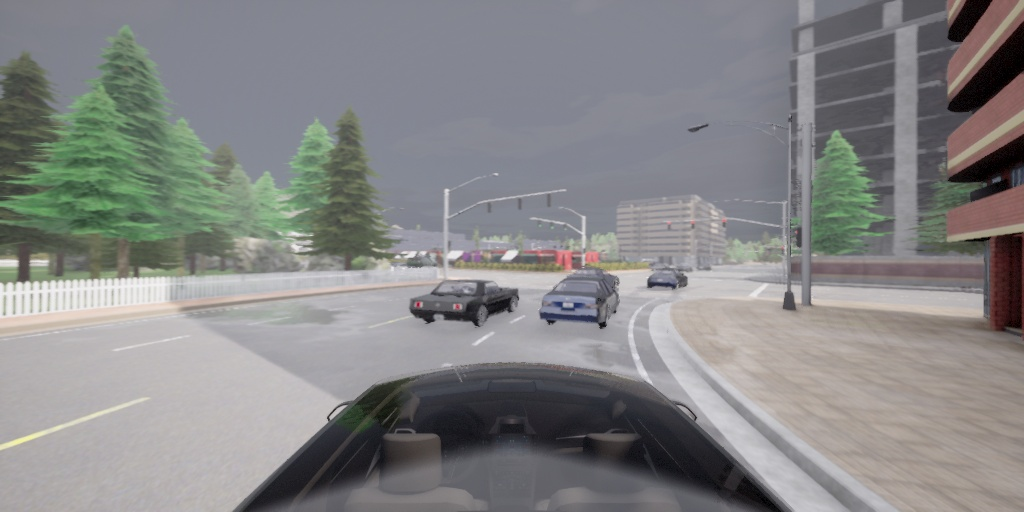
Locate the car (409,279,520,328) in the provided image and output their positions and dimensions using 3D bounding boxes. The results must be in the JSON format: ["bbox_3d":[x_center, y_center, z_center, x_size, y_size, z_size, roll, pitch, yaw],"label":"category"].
[{"bbox_3d":[-1.258,1.402,11.830,1.895,1.301,4.718,0,0,19],"label":"car"}]

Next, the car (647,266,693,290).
[{"bbox_3d":[11.197,1.612,25.679,1.994,1.385,4.181,0,-1,38],"label":"car"}]

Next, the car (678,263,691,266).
[{"bbox_3d":[27.131,1.961,56.807,1.994,1.385,4.181,0,0,40],"label":"car"}]

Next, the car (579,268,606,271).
[{"bbox_3d":[5.437,1.508,24.002,2.033,1.411,5.357,0,-1,37],"label":"car"}]

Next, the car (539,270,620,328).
[{"bbox_3d":[2.427,1.389,11.971,2.033,1.411,5.357,0,0,21],"label":"car"}]

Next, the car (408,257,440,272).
[{"bbox_3d":[-12.236,1.193,48.793,5.566,2.045,2.150,0,0,40],"label":"car"}]

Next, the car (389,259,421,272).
[{"bbox_3d":[-14.527,1.478,46.137,5.357,1.411,2.033,0,0,39],"label":"car"}]

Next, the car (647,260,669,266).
[{"bbox_3d":[24.383,1.873,58.967,2.128,1.511,4.902,0,0,40],"label":"car"}]
